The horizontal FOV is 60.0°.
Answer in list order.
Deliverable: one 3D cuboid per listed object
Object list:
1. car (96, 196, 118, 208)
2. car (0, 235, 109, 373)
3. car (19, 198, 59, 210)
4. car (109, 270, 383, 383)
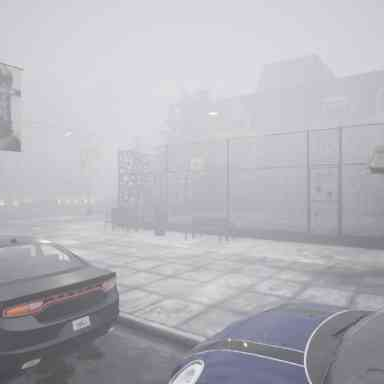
[{"bbox_3d":[-11.436,1.352,47.313,2.097,1.767,4.553,0,0,35],"label":"car"},{"bbox_3d":[-3.394,1.480,5.556,5.008,1.535,2.097,0,0,35],"label":"car"},{"bbox_3d":[-19.313,1.502,42.185,1.837,1.490,4.892,0,1,35],"label":"car"},{"bbox_3d":[1.917,1.354,1.937,4.553,1.767,2.185,0,0,35],"label":"car"}]
